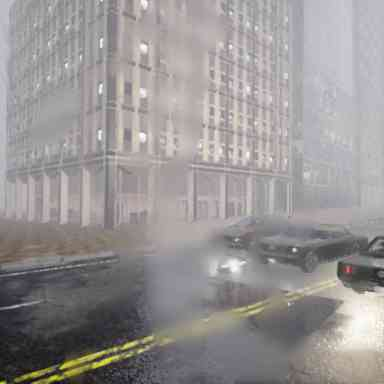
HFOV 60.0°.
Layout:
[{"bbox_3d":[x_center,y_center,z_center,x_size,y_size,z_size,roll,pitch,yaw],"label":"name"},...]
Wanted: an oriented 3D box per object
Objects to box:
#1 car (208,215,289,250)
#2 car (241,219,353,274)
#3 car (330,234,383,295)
[{"bbox_3d":[3.168,1.741,14.836,5.357,1.411,2.033,0,-1,-41],"label":"car"},{"bbox_3d":[4.054,1.741,11.333,4.718,1.301,1.895,0,-1,-41],"label":"car"},{"bbox_3d":[5.488,1.688,8.024,4.718,1.301,1.895,0,-1,-40],"label":"car"}]
